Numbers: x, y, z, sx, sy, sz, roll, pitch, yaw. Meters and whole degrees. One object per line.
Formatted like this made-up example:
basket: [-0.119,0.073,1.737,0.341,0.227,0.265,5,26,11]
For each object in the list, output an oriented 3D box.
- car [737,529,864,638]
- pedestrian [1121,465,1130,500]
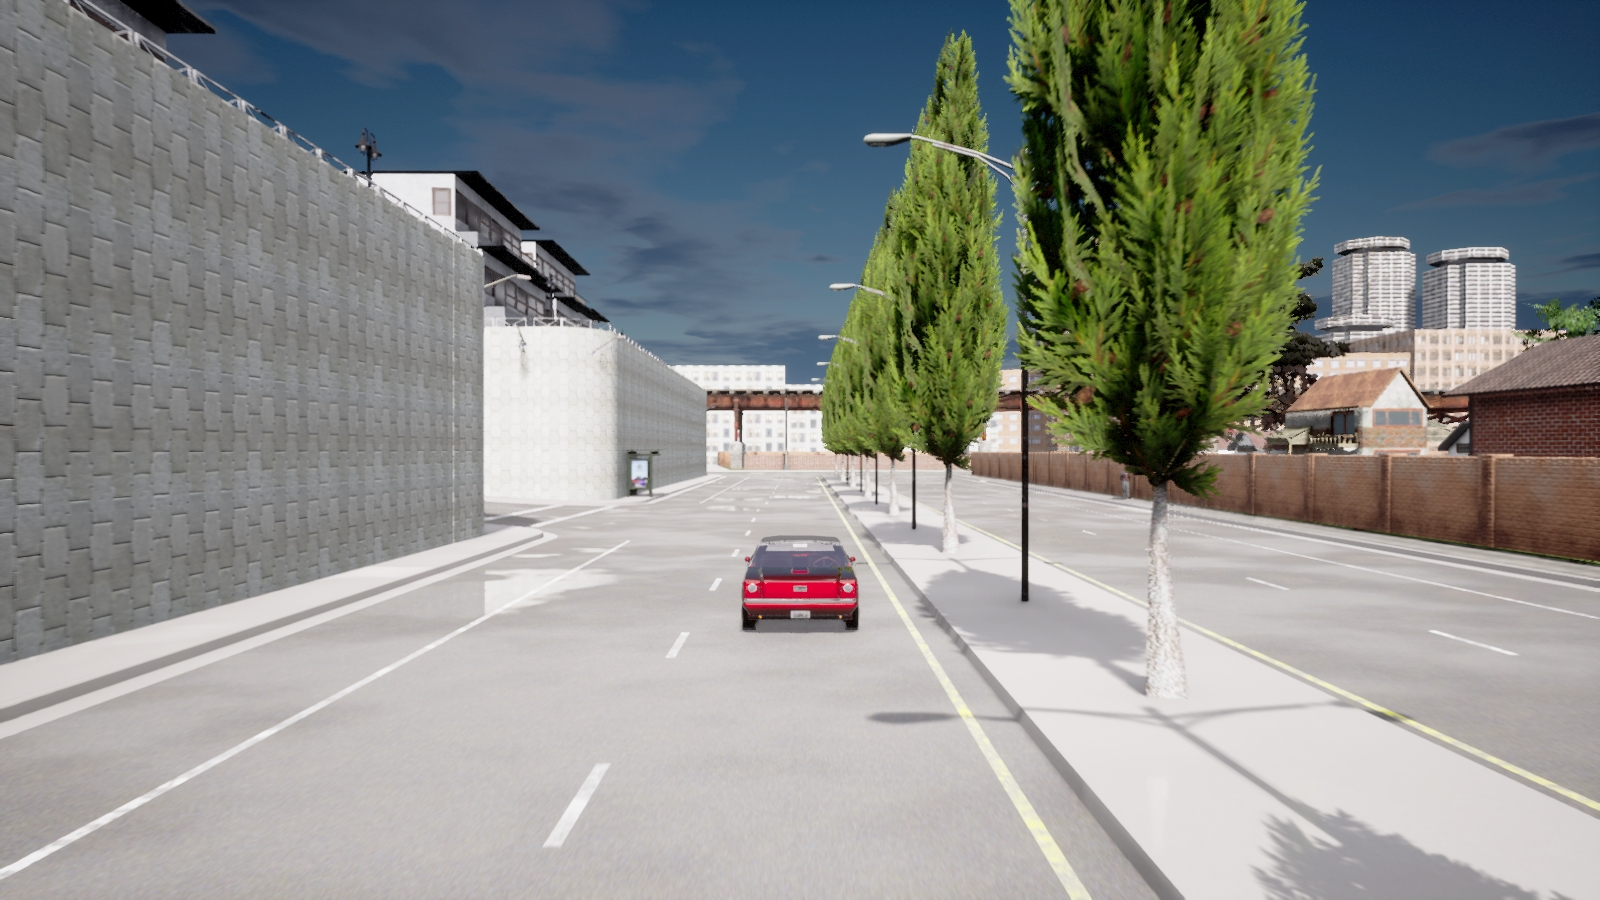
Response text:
car: [0.003,2.155,19.400,1.895,1.301,4.718,0,0,0]
pedestrian: [17.139,1.698,60.103,0.375,1.860,0.375,0,0,1]
